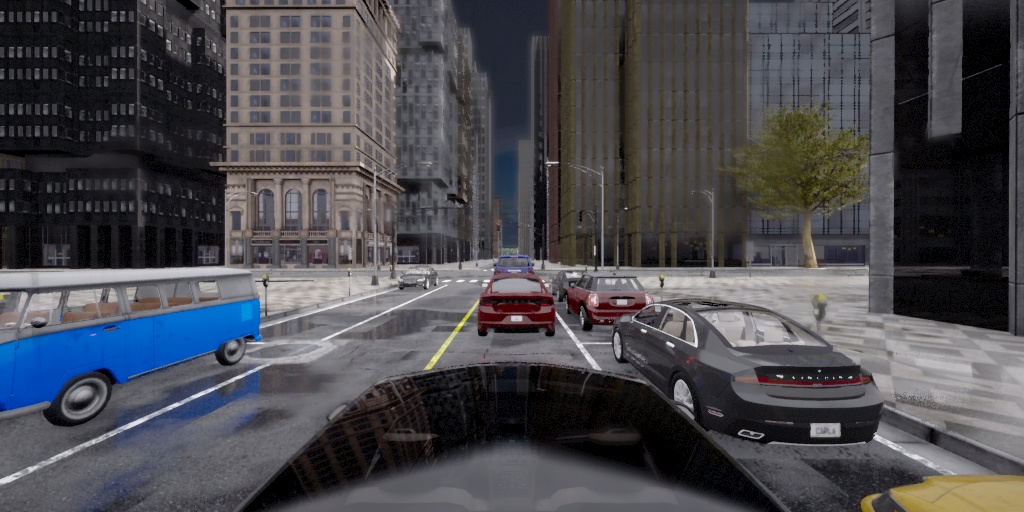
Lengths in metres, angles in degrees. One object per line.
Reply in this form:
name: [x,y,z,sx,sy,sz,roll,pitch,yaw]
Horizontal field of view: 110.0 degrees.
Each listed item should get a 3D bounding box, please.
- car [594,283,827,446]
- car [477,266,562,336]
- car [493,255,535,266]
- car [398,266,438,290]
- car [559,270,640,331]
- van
car: [2.770,1.300,5.347,2.007,1.370,4.403,0,0,0]
car: [0.109,1.226,10.375,1.882,1.535,5.008,0,0,0]
car: [0.110,0.967,20.259,2.150,2.045,5.566,0,0,0]
car: [-5.724,1.296,22.285,2.007,1.370,4.403,0,0,0]
car: [2.781,1.188,10.989,1.967,1.591,4.097,0,0,0]
van: [-5.755,1.090,5.362,1.690,1.789,3.998,0,0,0]
